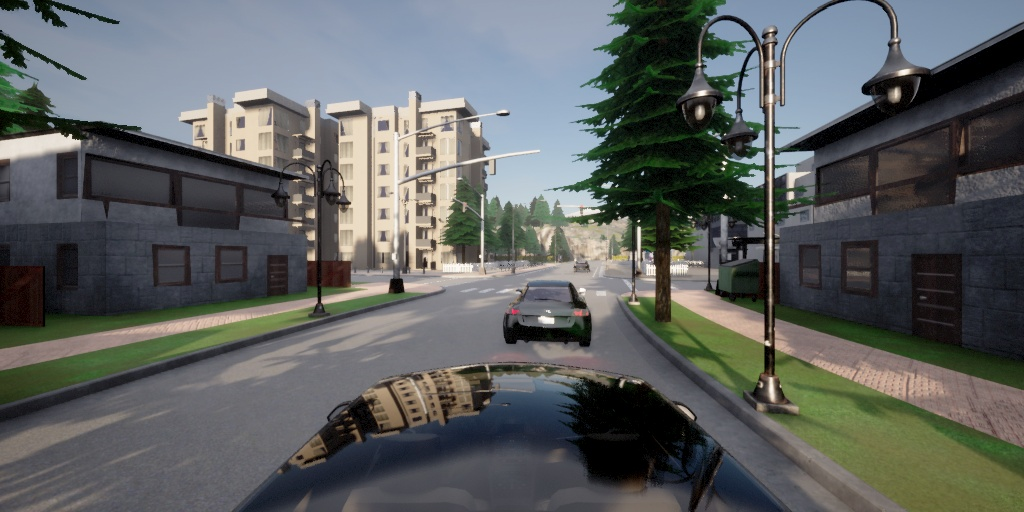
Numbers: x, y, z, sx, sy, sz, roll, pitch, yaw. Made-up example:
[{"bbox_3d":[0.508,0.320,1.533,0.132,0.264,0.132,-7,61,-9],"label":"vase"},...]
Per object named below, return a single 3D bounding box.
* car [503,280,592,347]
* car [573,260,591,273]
[{"bbox_3d":[1.005,1.314,9.454,1.994,1.385,4.181,0,0,8],"label":"car"},{"bbox_3d":[8.776,1.276,44.988,2.128,1.511,4.902,0,0,14],"label":"car"}]
